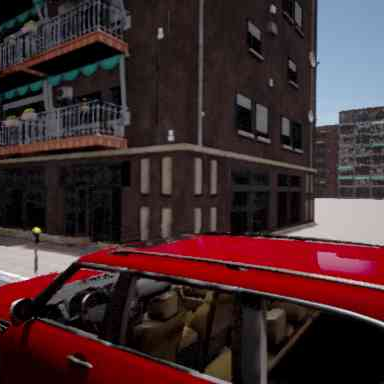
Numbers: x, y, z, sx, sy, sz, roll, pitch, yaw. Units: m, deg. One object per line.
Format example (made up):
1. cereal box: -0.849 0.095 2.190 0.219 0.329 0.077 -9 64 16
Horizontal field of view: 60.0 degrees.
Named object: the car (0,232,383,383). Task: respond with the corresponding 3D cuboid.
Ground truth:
1. car: -0.118 1.316 2.941 5.009 1.841 2.192 0 1 35
